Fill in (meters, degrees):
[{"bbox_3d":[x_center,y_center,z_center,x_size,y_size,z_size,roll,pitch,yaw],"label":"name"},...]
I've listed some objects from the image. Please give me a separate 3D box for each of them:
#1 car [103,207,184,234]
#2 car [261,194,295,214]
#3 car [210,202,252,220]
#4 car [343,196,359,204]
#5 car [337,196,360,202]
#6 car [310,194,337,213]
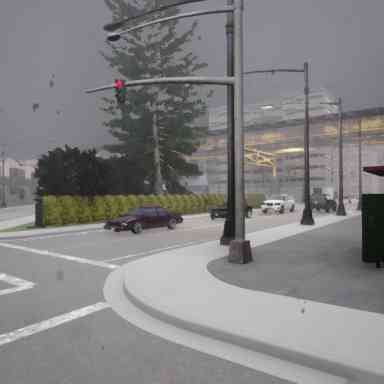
[{"bbox_3d":[-2.697,1.601,20.031,2.033,1.411,5.357,-1,0,36],"label":"car"},{"bbox_3d":[9.729,1.280,37.140,2.150,2.045,5.566,-1,0,36],"label":"car"},{"bbox_3d":[3.425,1.534,28.477,1.882,1.535,5.008,-1,0,36],"label":"car"},{"bbox_3d":[31.946,1.520,67.954,4.974,1.542,2.038,0,0,-29],"label":"car"},{"bbox_3d":[31.989,1.363,67.981,4.536,1.218,1.853,0,0,-29],"label":"car"},{"bbox_3d":[14.936,1.246,38.089,2.150,2.045,5.566,-1,0,35],"label":"car"}]
